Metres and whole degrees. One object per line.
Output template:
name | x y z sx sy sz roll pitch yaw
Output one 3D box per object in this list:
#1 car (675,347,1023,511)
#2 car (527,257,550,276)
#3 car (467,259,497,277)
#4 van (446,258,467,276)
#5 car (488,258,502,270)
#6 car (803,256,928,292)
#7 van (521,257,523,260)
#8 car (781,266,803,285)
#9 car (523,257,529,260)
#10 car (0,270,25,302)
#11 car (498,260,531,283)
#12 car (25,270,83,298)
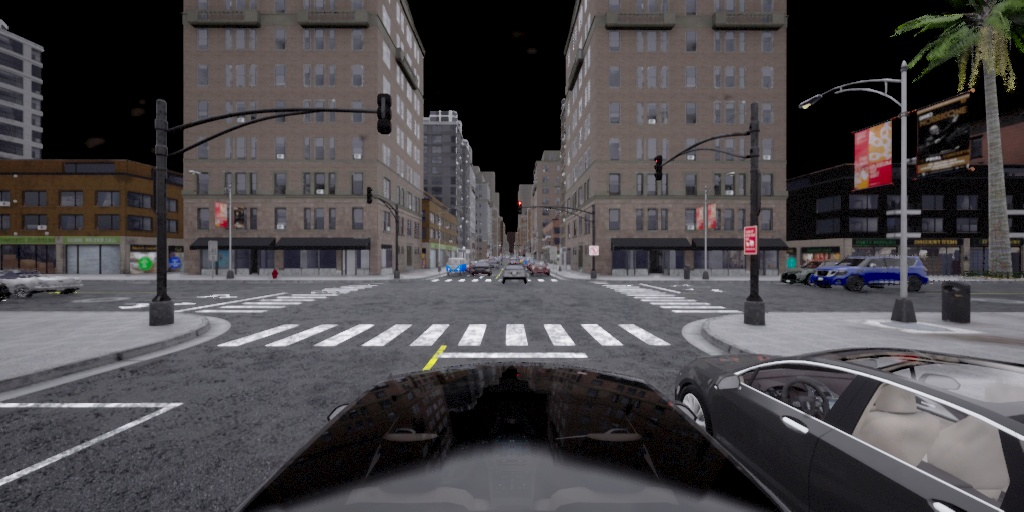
car | 2.668 1.300 2.347 2.007 1.370 4.403 0 0 0
car | 2.799 1.188 36.997 1.967 1.591 4.097 0 0 0
car | -2.971 1.295 36.058 2.033 1.411 5.357 0 0 0
van | -5.727 1.089 37.030 1.690 1.789 3.998 0 0 0
car | -2.892 1.312 52.954 1.994 1.385 4.181 0 0 0
car | 20.937 1.000 21.124 5.566 2.045 2.150 0 0 0
van | 2.890 1.087 59.674 1.690 1.789 3.998 0 0 0
car | 21.018 1.126 24.373 4.553 1.767 2.097 0 0 0
car | 2.844 1.188 48.335 1.967 1.591 4.097 0 0 0
car | -23.081 1.223 14.172 4.892 1.490 1.837 0 0 0
car | 0.193 1.295 28.148 2.033 1.411 5.357 0 0 0
car | -24.129 1.313 17.415 4.718 1.301 1.895 0 0 0
